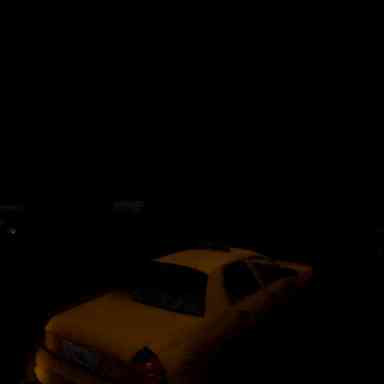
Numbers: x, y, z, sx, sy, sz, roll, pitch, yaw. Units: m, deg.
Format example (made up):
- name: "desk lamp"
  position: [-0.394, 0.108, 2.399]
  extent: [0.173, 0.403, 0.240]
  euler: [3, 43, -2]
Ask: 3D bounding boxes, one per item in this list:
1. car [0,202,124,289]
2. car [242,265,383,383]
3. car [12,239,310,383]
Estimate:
- name: "car"
  position: [-4.159, 1.311, 8.193]
  extent: [2.435, 2.045, 5.566]
  euler: [-1, 0, 35]
- name: "car"
  position: [2.614, 1.508, 3.442]
  extent: [2.163, 1.488, 4.792]
  euler: [-1, 0, 35]
- name: "car"
  position: [0.458, 1.501, 5.169]
  extent: [1.946, 1.575, 5.366]
  euler: [-1, 0, 35]
